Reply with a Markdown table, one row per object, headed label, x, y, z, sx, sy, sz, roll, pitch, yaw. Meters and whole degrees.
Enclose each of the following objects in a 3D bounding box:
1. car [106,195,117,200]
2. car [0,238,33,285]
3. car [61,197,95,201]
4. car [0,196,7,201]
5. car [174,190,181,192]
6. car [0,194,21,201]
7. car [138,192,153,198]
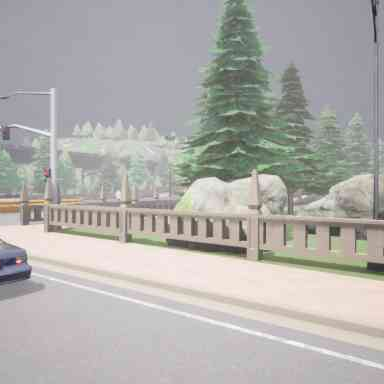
| label | x | y | z | sx | sy | sz | roll | pitch | yaw |
| --- | --- | --- | --- | --- | --- | --- | --- | --- | --- |
| car | -13.738 | 1.270 | 57.399 | 2.097 | 1.767 | 4.553 | 0 | 1 | 36 |
| car | -6.146 | 1.547 | 8.340 | 5.357 | 1.411 | 2.033 | 0 | 0 | 36 |
| car | -16.242 | 1.478 | 47.888 | 1.882 | 1.535 | 5.008 | 0 | 1 | 36 |
| car | -23.983 | 1.491 | 37.126 | 2.128 | 1.511 | 4.902 | 0 | 0 | 36 |
| car | -3.312 | 0.624 | 65.869 | 2.097 | 1.767 | 4.553 | 0 | 4 | 36 |
| car | -24.237 | 1.222 | 42.761 | 2.150 | 2.045 | 5.566 | 0 | 0 | 36 |
| car | -10.093 | 0.900 | 68.405 | 2.128 | 1.511 | 4.902 | 0 | 4 | 36 |
